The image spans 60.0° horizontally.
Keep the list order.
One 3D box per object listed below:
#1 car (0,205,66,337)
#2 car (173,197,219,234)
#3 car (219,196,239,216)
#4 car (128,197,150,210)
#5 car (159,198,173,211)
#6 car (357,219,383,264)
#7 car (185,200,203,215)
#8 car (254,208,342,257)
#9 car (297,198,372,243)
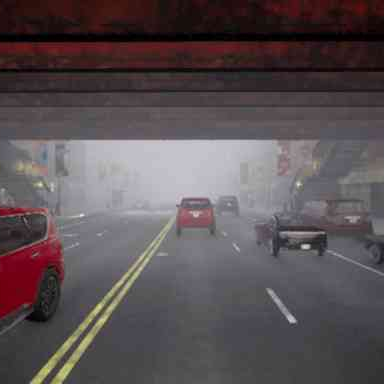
[{"bbox_3d":[-3.571,1.246,4.356,2.150,2.045,5.566,0,0,0],"label":"car"},{"bbox_3d":[0.212,1.335,20.029,2.150,2.045,5.566,0,0,0],"label":"car"},{"bbox_3d":[3.700,1.423,35.713,2.150,2.045,5.566,0,0,0],"label":"car"},{"bbox_3d":[-6.999,1.752,46.412,2.128,1.511,4.902,0,0,0],"label":"car"},{"bbox_3d":[-3.501,1.859,45.914,1.895,1.301,4.718,0,0,0],"label":"car"},{"bbox_3d":[6.719,1.648,9.095,1.895,1.301,4.718,0,0,0],"label":"car"},{"bbox_3d":[0.197,1.693,38.155,1.882,1.535,5.008,0,0,0],"label":"car"},{"bbox_3d":[3.697,1.567,13.195,2.128,1.511,4.902,0,0,0],"label":"car"},{"bbox_3d":[6.670,1.323,16.493,2.435,2.045,5.566,0,0,0],"label":"car"}]
